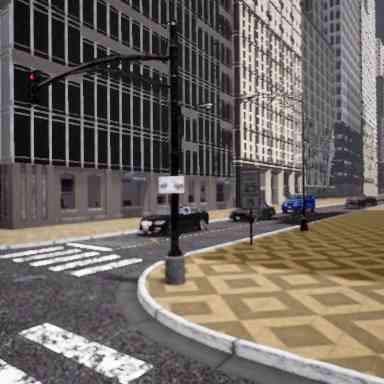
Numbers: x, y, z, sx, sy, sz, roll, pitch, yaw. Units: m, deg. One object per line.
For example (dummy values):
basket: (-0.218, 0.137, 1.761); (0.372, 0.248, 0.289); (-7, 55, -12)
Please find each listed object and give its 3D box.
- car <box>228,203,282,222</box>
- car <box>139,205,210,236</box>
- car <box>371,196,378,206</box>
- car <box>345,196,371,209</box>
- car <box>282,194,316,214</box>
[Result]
car: (5.007, 1.556, 26.783); (2.033, 1.411, 5.357); (-1, 0, 37)
car: (-0.898, 1.531, 18.870); (2.128, 1.511, 4.902); (-1, 0, 37)
car: (27.437, 1.369, 51.506); (1.837, 1.490, 4.892); (-1, 0, 37)
car: (21.235, 1.390, 43.189); (2.128, 1.511, 4.902); (-1, 0, 37)
car: (11.406, 1.195, 35.346); (2.150, 2.045, 5.566); (-1, 0, 37)
